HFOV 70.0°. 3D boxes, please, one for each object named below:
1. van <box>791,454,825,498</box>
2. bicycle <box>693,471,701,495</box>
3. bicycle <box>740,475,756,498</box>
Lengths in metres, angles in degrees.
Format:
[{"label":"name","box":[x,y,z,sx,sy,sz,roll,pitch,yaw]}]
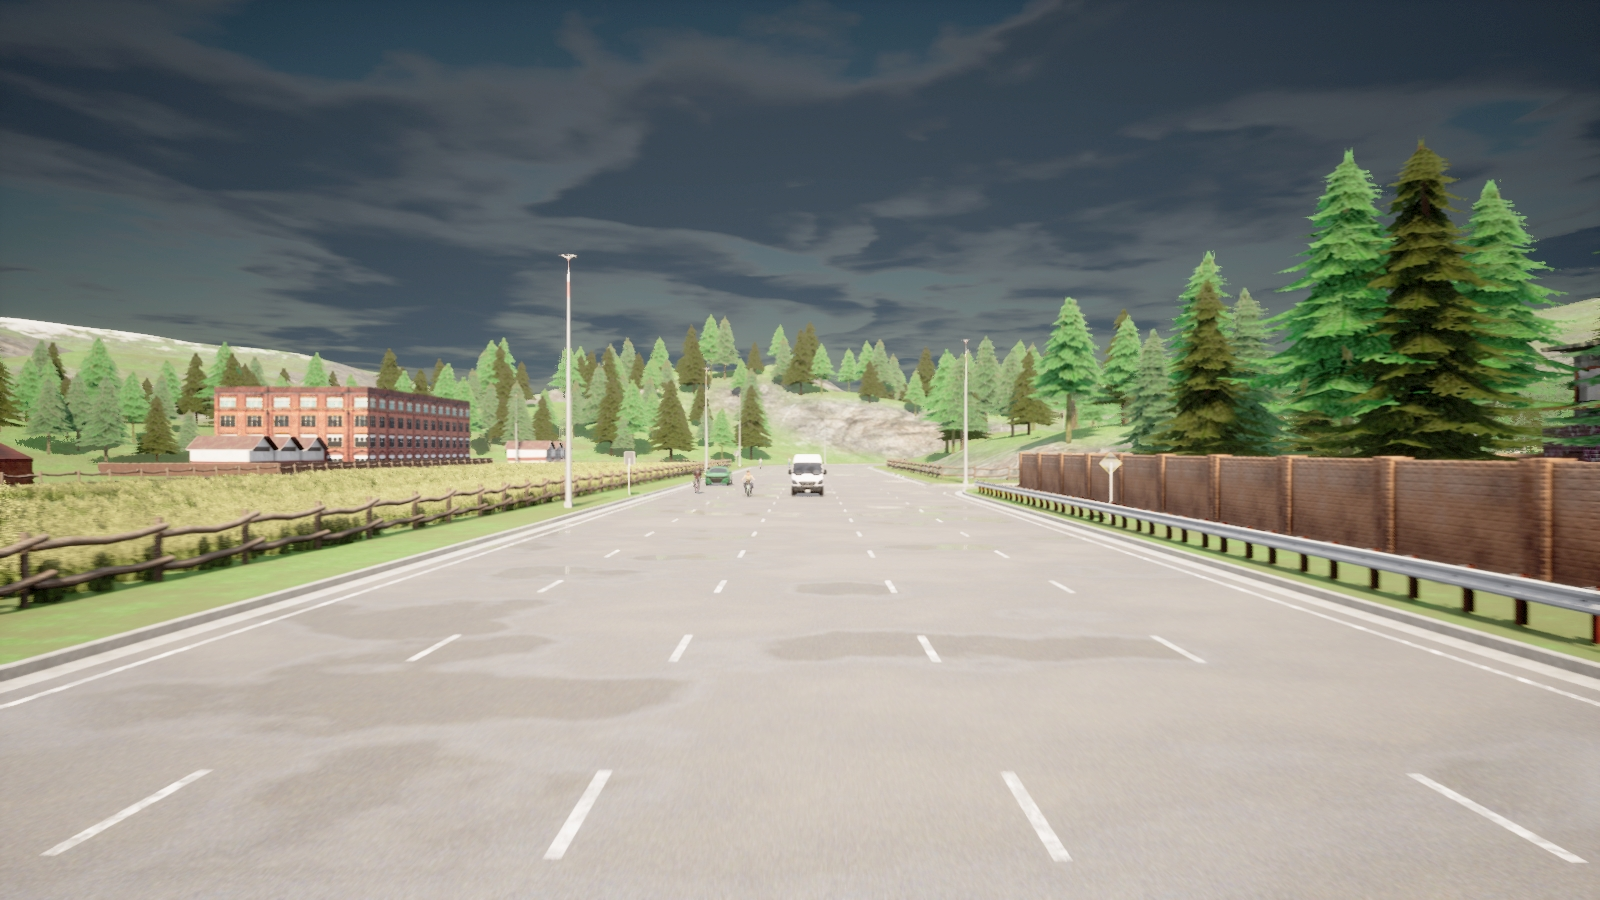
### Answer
[{"label":"van","box":[0.470,1.534,69.794,1.988,2.561,5.915,0,0,0]},{"label":"bicycle","box":[-6.483,2.060,72.090,0.329,1.471,1.835,0,0,1]},{"label":"bicycle","box":[-3.050,2.157,67.368,0.859,1.276,1.487,0,0,1]}]
